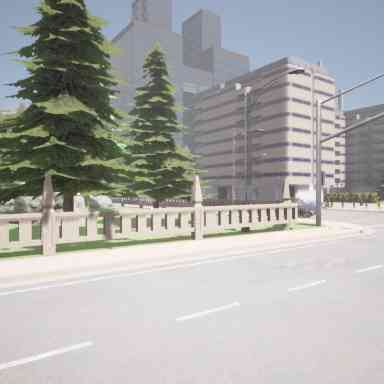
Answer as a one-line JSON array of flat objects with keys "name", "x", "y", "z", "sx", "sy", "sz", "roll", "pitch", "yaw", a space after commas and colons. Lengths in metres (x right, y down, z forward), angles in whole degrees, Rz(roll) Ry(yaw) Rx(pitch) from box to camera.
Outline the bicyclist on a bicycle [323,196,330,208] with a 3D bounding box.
[{"name": "bicyclist on a bicycle", "x": 17.409, "y": 1.302, "z": 43.008, "sx": 1.656, "sy": 1.620, "sz": 0.582, "roll": 0, "pitch": 0, "yaw": -35}]

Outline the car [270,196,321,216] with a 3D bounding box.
[{"name": "car", "x": 10.453, "y": 1.352, "z": 33.844, "sx": 2.097, "sy": 1.767, "sz": 4.553, "roll": 0, "pitch": 0, "yaw": -35}]

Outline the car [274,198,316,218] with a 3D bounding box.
[{"name": "car", "x": 8.806, "y": 1.503, "z": 30.122, "sx": 1.837, "sy": 1.490, "sz": 4.892, "roll": 0, "pitch": 1, "yaw": -35}]
